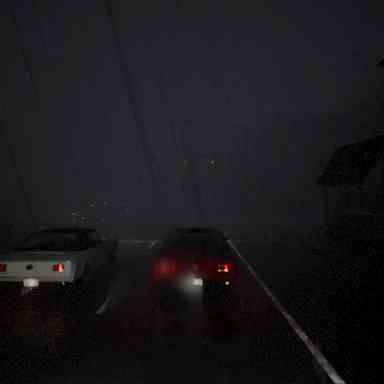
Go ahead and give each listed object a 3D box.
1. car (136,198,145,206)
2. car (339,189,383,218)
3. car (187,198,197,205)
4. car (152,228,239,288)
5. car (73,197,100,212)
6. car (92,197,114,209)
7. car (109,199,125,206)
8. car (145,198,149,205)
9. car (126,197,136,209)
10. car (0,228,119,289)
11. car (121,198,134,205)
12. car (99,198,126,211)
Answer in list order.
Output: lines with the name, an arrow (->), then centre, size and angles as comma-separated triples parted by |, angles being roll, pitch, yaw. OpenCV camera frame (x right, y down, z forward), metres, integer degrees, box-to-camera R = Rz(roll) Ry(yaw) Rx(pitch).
car -> -10.554, 1.951, 62.236 | 1.994, 1.385, 4.181 | 0, 0, 1
car -> 14.382, 0.944, 28.110 | 4.553, 1.767, 2.097 | -15, 0, -1
car -> 0.092, 1.908, 69.362 | 1.882, 1.535, 5.008 | 0, 0, 0
car -> 0.084, 1.660, 9.342 | 1.895, 1.301, 4.718 | 0, 0, 0
car -> -14.103, 1.764, 43.805 | 2.128, 1.511, 4.902 | 0, 0, 0
car -> -14.092, 1.681, 52.859 | 2.097, 1.767, 4.553 | 0, 0, 1
car -> -14.057, 1.954, 62.739 | 1.994, 1.385, 4.181 | 0, 0, 0
car -> -10.507, 1.987, 72.629 | 2.033, 1.411, 5.357 | 0, 0, 0
car -> -10.596, 1.677, 52.308 | 2.097, 1.767, 4.553 | 0, 0, 0
car -> -3.419, 1.660, 9.327 | 1.895, 1.301, 4.718 | 0, 0, 0
car -> -14.007, 1.971, 72.662 | 1.812, 1.442, 4.674 | 0, 0, 0
car -> -10.600, 1.803, 44.582 | 1.812, 1.442, 4.674 | 0, 0, 0
